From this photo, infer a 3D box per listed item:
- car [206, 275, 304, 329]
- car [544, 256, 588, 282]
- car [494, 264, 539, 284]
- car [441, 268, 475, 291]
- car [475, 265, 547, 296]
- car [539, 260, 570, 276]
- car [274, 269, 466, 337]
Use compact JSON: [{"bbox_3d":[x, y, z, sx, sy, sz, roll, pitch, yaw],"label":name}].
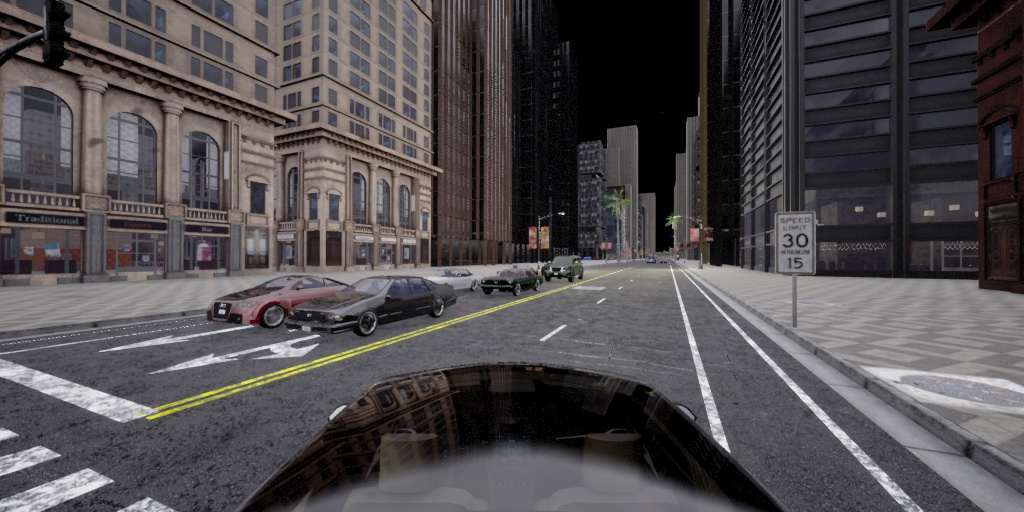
[{"bbox_3d":[-6.972,1.316,11.433,1.994,1.385,4.181,0,0,24],"label":"car"},{"bbox_3d":[4.376,0.987,29.369,2.150,2.045,5.566,0,0,23],"label":"car"},{"bbox_3d":[0.495,1.364,28.602,1.895,1.301,4.718,0,0,24],"label":"car"},{"bbox_3d":[-3.481,1.357,19.468,1.895,1.301,4.718,0,0,24],"label":"car"},{"bbox_3d":[0.105,1.358,19.562,1.895,1.301,4.718,0,0,24],"label":"car"},{"bbox_3d":[4.601,1.251,37.946,1.882,1.535,5.008,0,0,24],"label":"car"},{"bbox_3d":[-3.721,1.299,10.770,2.033,1.411,5.357,0,0,24],"label":"car"}]
